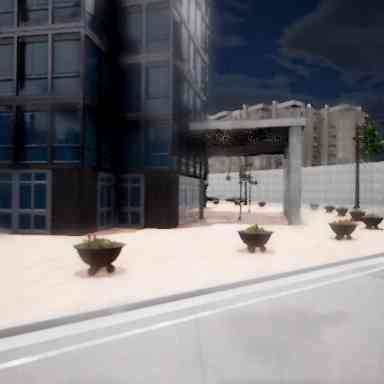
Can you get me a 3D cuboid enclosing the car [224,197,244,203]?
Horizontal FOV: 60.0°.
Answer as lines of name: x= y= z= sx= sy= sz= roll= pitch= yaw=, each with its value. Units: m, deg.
car: x=10.346 y=2.019 z=86.058 sx=1.837 sy=1.490 sz=4.892 roll=1 pitch=0 yaw=-34
